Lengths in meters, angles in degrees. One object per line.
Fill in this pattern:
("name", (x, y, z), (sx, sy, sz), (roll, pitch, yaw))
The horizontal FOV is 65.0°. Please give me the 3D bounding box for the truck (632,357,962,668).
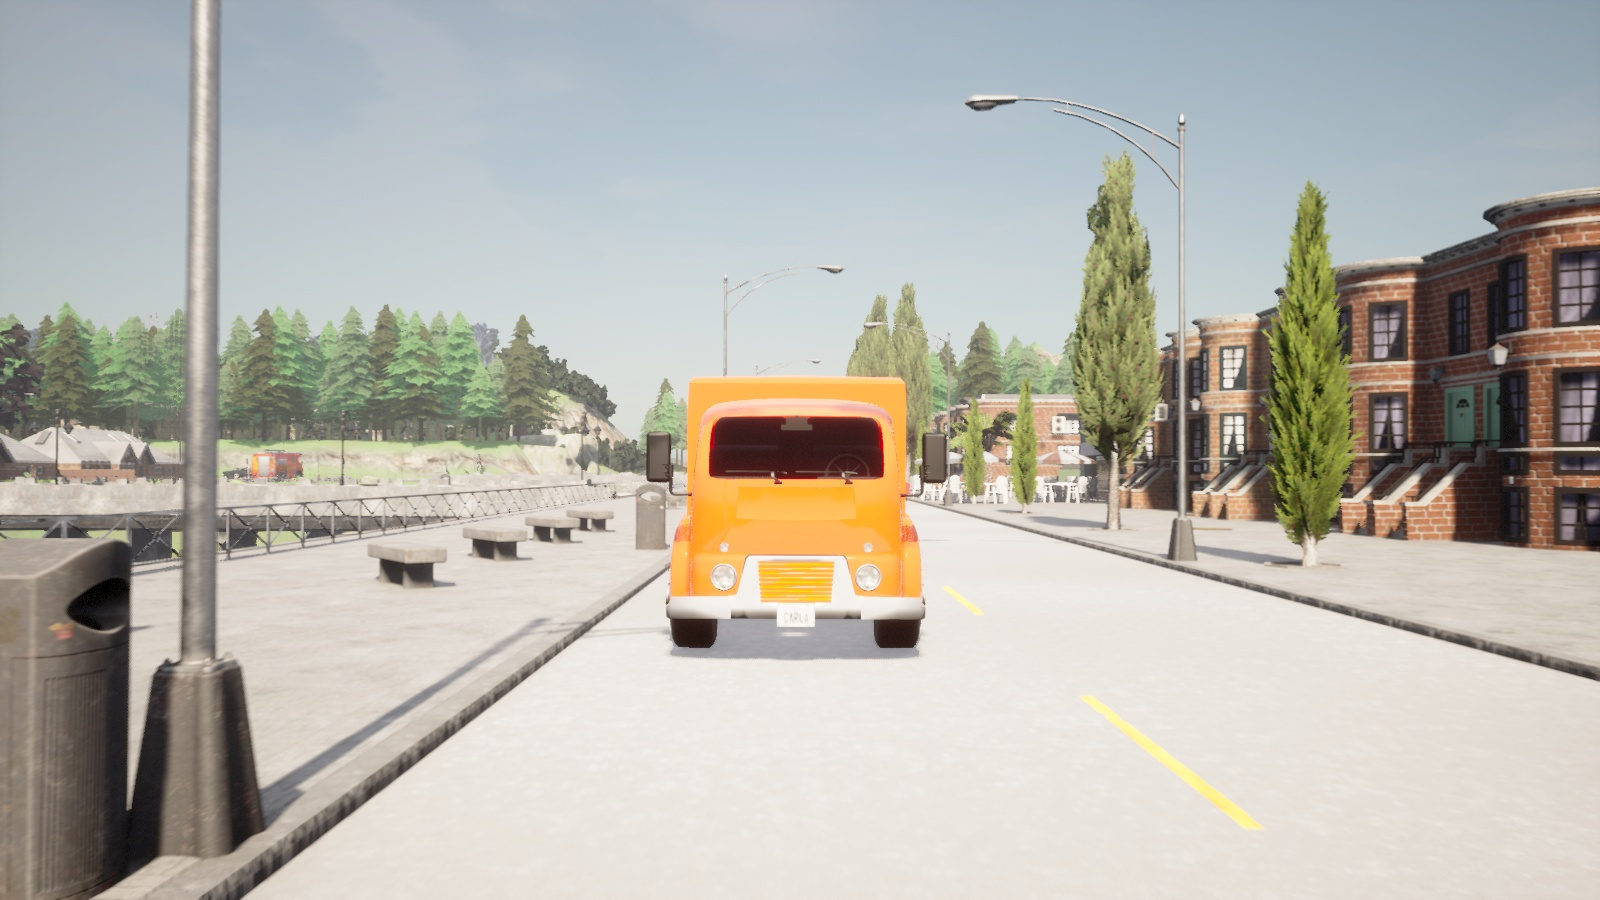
("truck", (-0.035, 0.539, 12.623), (2.627, 2.467, 5.204), (0, -1, 0))
